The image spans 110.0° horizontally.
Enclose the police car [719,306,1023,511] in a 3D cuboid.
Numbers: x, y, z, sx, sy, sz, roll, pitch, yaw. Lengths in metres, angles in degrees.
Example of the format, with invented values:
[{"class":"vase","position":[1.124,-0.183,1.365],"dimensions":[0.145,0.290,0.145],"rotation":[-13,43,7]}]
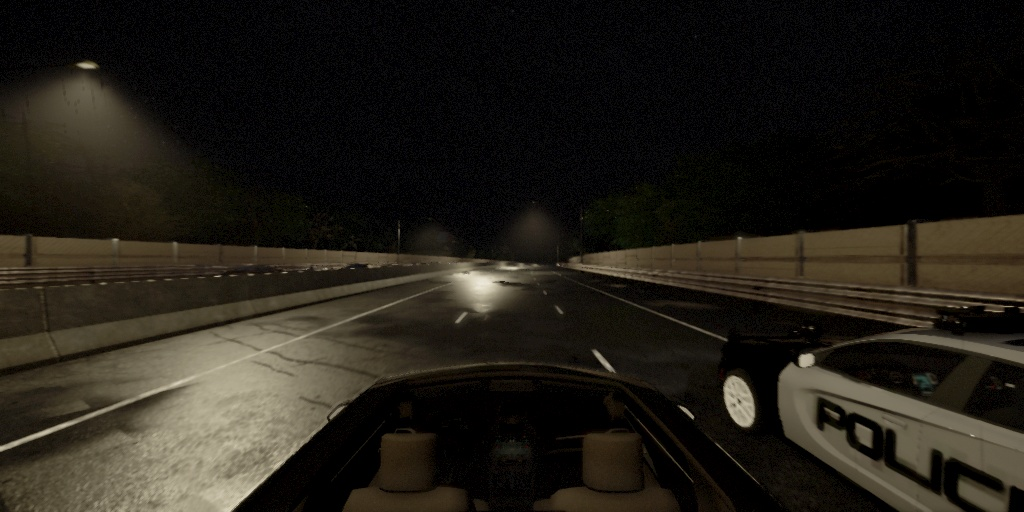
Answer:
[{"class":"police car","position":[3.531,1.195,2.625],"dimensions":[1.930,1.638,5.238],"rotation":[0,0,0]}]

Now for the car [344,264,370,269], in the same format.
[{"class":"car","position":[-13.645,1.452,31.711],"dimensions":[1.812,1.442,4.674],"rotation":[0,-1,2]}]

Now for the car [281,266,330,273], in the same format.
[{"class":"car","position":[-17.174,1.499,30.892],"dimensions":[1.895,1.301,4.718],"rotation":[0,-1,2]}]

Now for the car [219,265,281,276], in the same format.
[{"class":"car","position":[-20.734,1.404,28.882],"dimensions":[2.033,1.411,5.357],"rotation":[0,-1,2]}]
